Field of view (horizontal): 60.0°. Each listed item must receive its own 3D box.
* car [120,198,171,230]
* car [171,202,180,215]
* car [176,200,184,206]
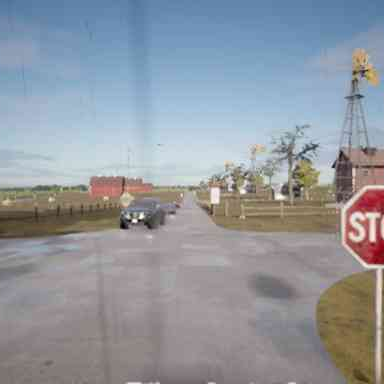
[{"bbox_3d":[-3.211,1.438,23.000,2.150,2.045,5.566,0,-1,6],"label":"car"},{"bbox_3d":[-2.834,1.977,39.770,2.033,1.411,5.357,0,-1,0],"label":"car"},{"bbox_3d":[-2.935,2.668,83.169,1.994,1.385,4.181,0,-1,0],"label":"car"}]
